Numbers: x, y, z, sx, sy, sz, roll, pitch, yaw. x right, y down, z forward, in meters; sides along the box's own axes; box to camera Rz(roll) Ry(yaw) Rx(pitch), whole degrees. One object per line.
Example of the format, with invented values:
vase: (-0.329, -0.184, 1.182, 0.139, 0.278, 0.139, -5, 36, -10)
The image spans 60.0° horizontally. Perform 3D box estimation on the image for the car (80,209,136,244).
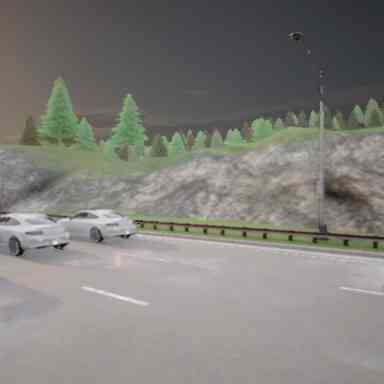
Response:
car: (-4.708, 1.538, 15.903, 4.674, 1.442, 1.812, 0, 0, 35)

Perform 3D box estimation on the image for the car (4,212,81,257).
car: (-6.677, 1.537, 13.008, 4.674, 1.442, 1.812, 0, 0, 35)

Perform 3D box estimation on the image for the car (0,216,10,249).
car: (-7.235, 1.488, 9.106, 5.008, 1.535, 1.882, -1, 0, 36)
